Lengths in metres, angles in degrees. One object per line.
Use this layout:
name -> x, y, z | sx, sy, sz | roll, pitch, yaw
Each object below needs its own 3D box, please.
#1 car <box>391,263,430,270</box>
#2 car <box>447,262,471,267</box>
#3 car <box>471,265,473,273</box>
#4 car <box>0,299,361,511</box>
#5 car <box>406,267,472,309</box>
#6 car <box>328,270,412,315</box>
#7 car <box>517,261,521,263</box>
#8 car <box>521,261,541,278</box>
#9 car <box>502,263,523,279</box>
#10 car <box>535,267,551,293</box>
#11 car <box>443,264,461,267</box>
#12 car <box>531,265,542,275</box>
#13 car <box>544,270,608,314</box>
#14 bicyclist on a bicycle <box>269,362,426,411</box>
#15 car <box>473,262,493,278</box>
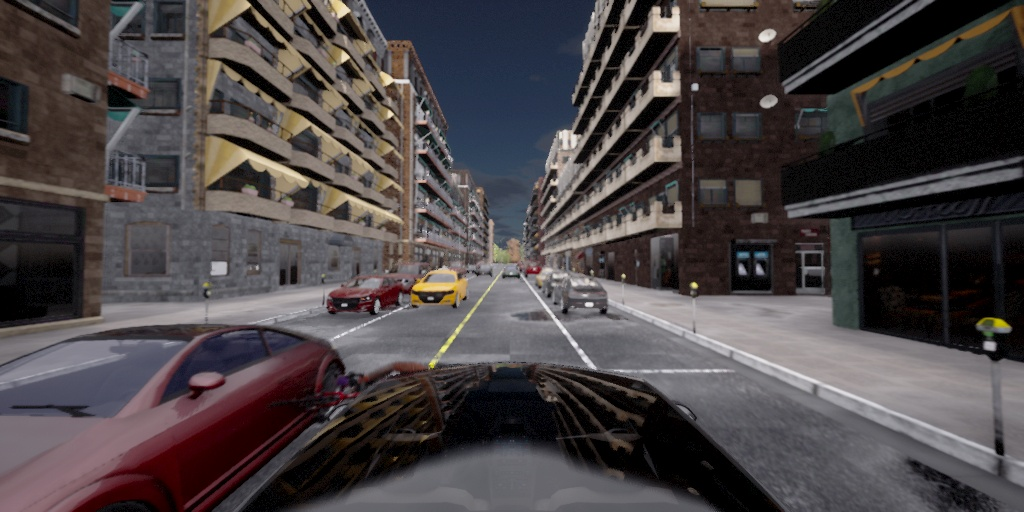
car -> -5.770, 1.302, 20.066 | 2.192, 1.841, 5.009 | 0, 0, 0
car -> -5.849, 1.519, 36.768 | 2.192, 1.841, 5.009 | 0, 0, 0
car -> -5.928, 1.989, 53.471 | 1.948, 1.339, 4.313 | 0, 0, 0
car -> -3.149, 1.327, 3.041 | 1.994, 1.385, 4.181 | 0, -1, -2
car -> -3.156, 1.416, 16.380 | 1.882, 1.535, 5.008 | 0, -1, 0
car -> -5.743, 1.460, 14.499 | 1.888, 1.381, 4.507 | 0, 0, 0
car -> 2.399, 1.883, 64.610 | 2.192, 1.841, 5.009 | 0, 0, 0
car -> 2.506, 1.590, 42.342 | 2.192, 1.841, 5.009 | 0, 0, 0
car -> -0.072, 1.801, 39.386 | 1.994, 1.385, 4.181 | 0, -1, 0
car -> 2.612, 1.536, 20.072 | 2.007, 1.370, 4.403 | 0, 0, 0
car -> -5.822, 1.657, 31.031 | 1.751, 1.417, 4.829 | 0, 0, 0
car -> 2.584, 1.582, 25.810 | 1.751, 1.417, 4.829 | 0, 0, 0
car -> 2.638, 1.464, 14.505 | 2.007, 1.370, 4.403 | 0, 0, 0
bicyclist on a bicycle -> -1.365, 1.424, 3.695 | 1.620, 0.582, 1.656 | -20, -25, 25
car -> -3.289, 1.768, 43.437 | 1.882, 1.535, 5.008 | 0, -1, 0
